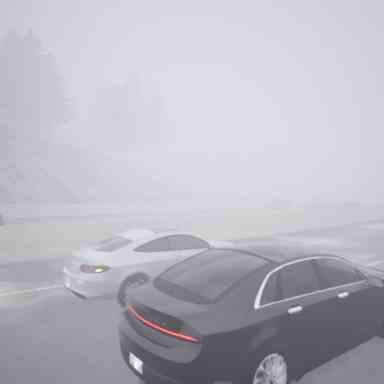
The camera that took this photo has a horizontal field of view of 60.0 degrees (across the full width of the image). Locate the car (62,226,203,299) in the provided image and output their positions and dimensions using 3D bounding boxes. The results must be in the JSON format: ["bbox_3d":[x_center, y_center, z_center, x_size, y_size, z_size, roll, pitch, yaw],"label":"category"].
[{"bbox_3d":[-0.555,1.547,7.822,4.674,1.442,1.812,0,0,-37],"label":"car"}]

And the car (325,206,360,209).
[{"bbox_3d":[16.974,1.638,36.675,5.357,1.411,2.033,0,0,-41],"label":"car"}]

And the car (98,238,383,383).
[{"bbox_3d":[1.361,1.518,4.894,4.892,1.490,1.837,0,0,-37],"label":"car"}]
